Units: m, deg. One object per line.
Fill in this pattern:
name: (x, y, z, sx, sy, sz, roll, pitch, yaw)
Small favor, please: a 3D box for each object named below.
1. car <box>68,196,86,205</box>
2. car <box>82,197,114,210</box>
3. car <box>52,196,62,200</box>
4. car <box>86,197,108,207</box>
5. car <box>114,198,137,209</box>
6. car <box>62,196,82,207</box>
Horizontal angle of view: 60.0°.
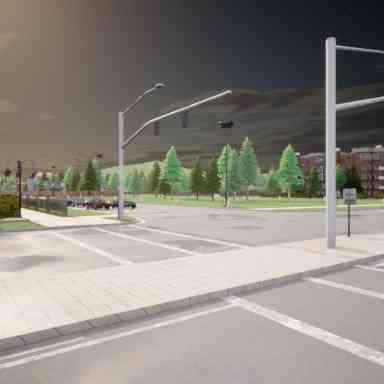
car: (-21.285, 1.478, 61.356, 1.882, 1.535, 5.008, 0, 0, -36)
car: (-12.176, 1.601, 42.789, 1.895, 1.301, 4.718, 0, 0, -36)
car: (-23.423, 1.505, 58.317, 1.837, 1.490, 4.892, 0, 0, -36)
car: (-15.186, 1.505, 52.891, 1.837, 1.490, 4.892, 0, 0, -36)
car: (-9.390, 1.547, 44.899, 2.033, 1.411, 5.357, 0, 0, -36)
car: (-17.586, 1.505, 50.232, 1.837, 1.490, 4.892, 0, 0, -36)
